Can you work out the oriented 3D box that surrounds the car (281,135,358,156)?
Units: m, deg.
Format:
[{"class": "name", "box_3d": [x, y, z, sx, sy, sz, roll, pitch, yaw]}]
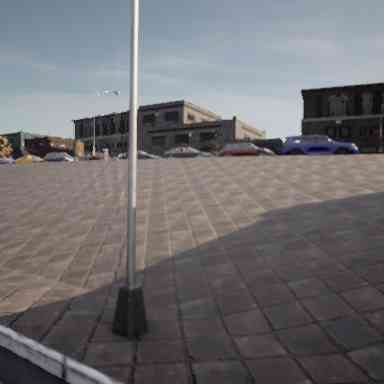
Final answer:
[{"class": "car", "box_3d": [9.797, -3.339, 25.821, 5.566, 2.045, 2.435, 2, 1, 25]}]

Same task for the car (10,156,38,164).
[{"class": "car", "box_3d": [-19.833, -3.764, 41.274, 5.008, 1.535, 2.097, 1, 1, 32]}]

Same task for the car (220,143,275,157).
[{"class": "car", "box_3d": [4.695, -3.358, 28.158, 4.553, 1.767, 2.185, 1, 1, 26]}]

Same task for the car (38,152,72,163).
[{"class": "car", "box_3d": [-15.078, -3.788, 38.459, 4.553, 1.767, 2.185, 1, 1, 31]}]

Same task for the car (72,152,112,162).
[{"class": "car", "box_3d": [-10.084, -3.528, 35.661, 4.792, 1.488, 2.163, 1, 1, 29]}]

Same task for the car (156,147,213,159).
[{"class": "car", "box_3d": [-0.386, -3.355, 30.599, 4.892, 1.521, 2.231, 1, 1, 27]}]

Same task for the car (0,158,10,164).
[{"class": "car", "box_3d": [-24.546, -3.825, 44.201, 4.674, 1.452, 2.002, 1, 1, 33]}]

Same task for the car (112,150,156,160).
[{"class": "car", "box_3d": [-5.219, -3.416, 33.056, 4.674, 1.452, 2.002, 1, 1, 28]}]
